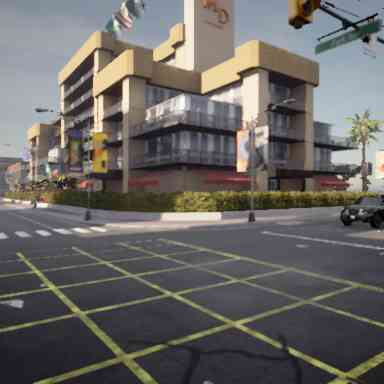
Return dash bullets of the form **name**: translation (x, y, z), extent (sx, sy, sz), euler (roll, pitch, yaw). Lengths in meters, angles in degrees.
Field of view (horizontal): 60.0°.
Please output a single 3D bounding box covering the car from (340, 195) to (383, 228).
- **car**: translation (12.308, 1.217, 22.349), extent (5.566, 2.045, 2.150), euler (0, 0, -35)
